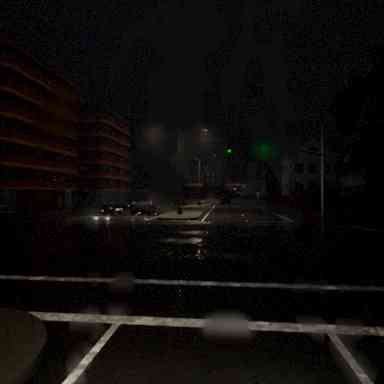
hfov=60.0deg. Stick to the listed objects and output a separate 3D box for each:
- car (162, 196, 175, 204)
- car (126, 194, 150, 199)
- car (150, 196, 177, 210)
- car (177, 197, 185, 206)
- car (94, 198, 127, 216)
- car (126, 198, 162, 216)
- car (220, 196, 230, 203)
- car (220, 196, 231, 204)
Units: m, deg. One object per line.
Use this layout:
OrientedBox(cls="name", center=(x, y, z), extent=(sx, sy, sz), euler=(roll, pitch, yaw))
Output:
OrientedBox(cls="car", center=(-4.773, 1.645, 68.146), extent=(1.812, 1.442, 4.674), euler=(0, 0, 6))
OrientedBox(cls="car", center=(-7.407, 1.293, 42.979), extent=(2.150, 2.045, 5.566), euler=(0, 0, 6))
OrientedBox(cls="car", center=(-3.755, 1.625, 44.267), extent=(2.033, 1.411, 5.357), euler=(0, 0, 6))
OrientedBox(cls="car", center=(-2.309, 1.581, 58.373), extent=(1.882, 1.535, 5.008), euler=(0, 0, 6))
OrientedBox(cls="car", center=(-8.349, 1.620, 33.675), extent=(1.994, 1.385, 4.181), euler=(0, 0, 6))
OrientedBox(cls="car", center=(-4.806, 1.606, 34.248), extent=(2.033, 1.411, 5.357), euler=(0, 0, 4))
OrientedBox(cls="car", center=(7.559, 1.662, 75.620), extent=(2.128, 1.511, 4.902), euler=(0, 0, 6))
OrientedBox(cls="car", center=(6.639, 1.625, 65.576), extent=(1.837, 1.490, 4.892), euler=(0, 0, 6))
